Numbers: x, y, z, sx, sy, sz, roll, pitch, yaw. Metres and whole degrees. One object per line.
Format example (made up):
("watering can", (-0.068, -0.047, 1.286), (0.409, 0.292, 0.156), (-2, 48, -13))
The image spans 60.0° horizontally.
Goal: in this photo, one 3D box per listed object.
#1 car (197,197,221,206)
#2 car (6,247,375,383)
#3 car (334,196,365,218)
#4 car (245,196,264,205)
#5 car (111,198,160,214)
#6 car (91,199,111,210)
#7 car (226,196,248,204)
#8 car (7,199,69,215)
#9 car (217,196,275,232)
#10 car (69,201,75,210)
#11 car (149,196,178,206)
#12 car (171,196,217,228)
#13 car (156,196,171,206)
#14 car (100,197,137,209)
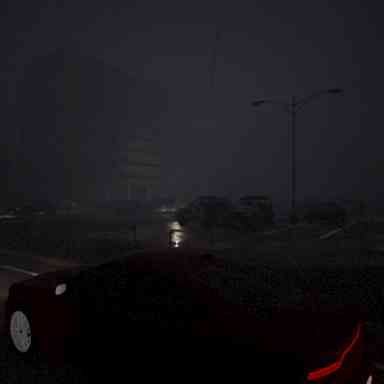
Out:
("car", (2.834, 1.517, 54.748), (1.812, 1.442, 4.674), (0, 0, 34))
("car", (-0.485, 1.477, 4.335), (5.008, 1.535, 1.882), (0, 0, 35))
("car", (15.380, 1.394, 31.987), (1.970, 1.475, 3.806), (0, 0, 34))
("car", (11.546, 1.518, 61.471), (1.812, 1.442, 4.674), (0, 0, 34))
("car", (-5.947, 1.593, 35.396), (1.895, 1.301, 4.718), (0, 0, 34))
("car", (-10.336, 1.591, 41.775), (1.895, 1.301, 4.718), (0, 0, 34))
("car", (8.581, 1.482, 63.326), (2.128, 1.511, 4.902), (0, 0, 34))
("car", (-15.679, 1.537, 33.814), (2.033, 1.411, 5.357), (0, 0, 34))
("car", (3.356, 1.154, 19.032), (1.905, 1.878, 3.866), (0, 0, 34))
("car", (-16.130, 1.514, 39.402), (1.812, 1.442, 4.674), (0, 0, 34))
("car", (-4.761, 1.480, 56.294), (2.128, 1.511, 4.902), (0, 0, 34))
("car", (0.989, 1.150, 20.698), (1.932, 1.855, 4.605), (0, 0, 34))
("car", (-4.662, 1.481, 50.206), (2.128, 1.511, 4.902), (0, 0, 34))
("car", (-10.469, 1.536, 47.858), (2.033, 1.411, 5.357), (0, 0, 33))
